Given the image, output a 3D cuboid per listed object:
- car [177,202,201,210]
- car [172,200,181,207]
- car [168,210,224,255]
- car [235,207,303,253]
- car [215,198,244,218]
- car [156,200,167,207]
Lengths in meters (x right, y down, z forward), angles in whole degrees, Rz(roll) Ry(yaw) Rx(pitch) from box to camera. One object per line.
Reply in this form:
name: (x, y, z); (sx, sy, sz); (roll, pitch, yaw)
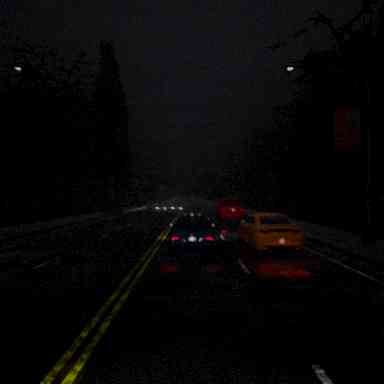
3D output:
car: (0.013, 1.884, 28.995); (2.033, 1.411, 5.357); (0, -1, 0)
car: (-3.220, 2.461, 70.976); (1.882, 1.535, 5.008); (0, -1, 0)
car: (0.006, 1.700, 13.994); (2.033, 1.411, 5.357); (0, -1, 0)
car: (3.260, 1.636, 14.489); (1.882, 1.535, 5.008); (0, 0, 0)
car: (3.263, 1.554, 29.036); (2.150, 2.045, 5.566); (0, -1, 0)
car: (-6.470, 2.483, 70.978); (1.837, 1.490, 4.892); (0, -1, 0)
